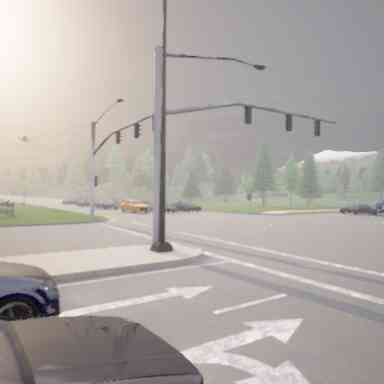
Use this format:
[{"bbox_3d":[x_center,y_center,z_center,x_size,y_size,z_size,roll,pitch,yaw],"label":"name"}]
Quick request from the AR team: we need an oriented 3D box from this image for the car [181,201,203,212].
[{"bbox_3d":[-0.843,1.867,43.325,2.033,1.411,5.357,1,-1,-35],"label":"car"}]

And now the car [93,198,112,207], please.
[{"bbox_3d":[-15.793,1.803,58.742,1.812,1.442,4.674,1,0,-34],"label":"car"}]

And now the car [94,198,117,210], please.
[{"bbox_3d":[-12.027,1.755,47.154,1.812,1.442,4.674,1,-1,-35],"label":"car"}]

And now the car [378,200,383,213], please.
[{"bbox_3d":[28.441,2.012,46.976,4.553,1.767,2.097,1,-1,-35],"label":"car"}]

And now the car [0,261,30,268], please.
[{"bbox_3d":[-4.234,1.556,5.023,4.181,1.385,1.994,1,0,-36],"label":"car"}]

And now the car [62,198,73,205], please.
[{"bbox_3d":[-23.362,1.797,63.607,1.994,1.385,4.181,1,0,-34],"label":"car"}]

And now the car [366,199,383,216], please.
[{"bbox_3d":[23.264,1.766,38.988,5.566,2.045,2.150,1,-1,-35],"label":"car"}]

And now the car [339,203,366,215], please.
[{"bbox_3d":[20.692,2.083,41.419,5.357,1.411,2.033,1,-1,-32],"label":"car"}]

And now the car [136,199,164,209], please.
[{"bbox_3d":[-6.593,1.869,51.599,2.033,1.411,5.357,1,-1,-35],"label":"car"}]

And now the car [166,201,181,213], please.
[{"bbox_3d":[-3.698,1.875,41.296,1.895,1.301,4.718,1,-1,-35],"label":"car"}]

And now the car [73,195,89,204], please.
[{"bbox_3d":[-23.266,1.598,69.618,2.097,1.767,4.553,1,-1,-35],"label":"car"}]

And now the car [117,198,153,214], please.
[{"bbox_3d":[-6.814,1.706,39.648,1.882,1.535,5.008,1,-1,-35],"label":"car"}]

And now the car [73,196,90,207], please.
[{"bbox_3d":[-17.711,1.795,55.345,1.994,1.385,4.181,1,-1,-35],"label":"car"}]

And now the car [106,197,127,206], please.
[{"bbox_3d":[-14.311,1.816,62.789,2.128,1.511,4.902,1,-1,-34],"label":"car"}]

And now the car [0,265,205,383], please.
[{"bbox_3d":[-2.425,1.536,2.025,5.357,1.411,2.033,1,-1,-35],"label":"car"}]

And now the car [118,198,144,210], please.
[{"bbox_3d":[-9.037,1.753,48.986,1.882,1.535,5.008,1,-1,-35],"label":"car"}]
